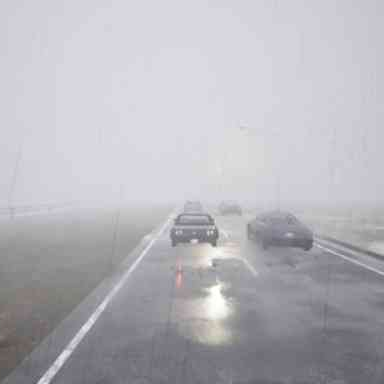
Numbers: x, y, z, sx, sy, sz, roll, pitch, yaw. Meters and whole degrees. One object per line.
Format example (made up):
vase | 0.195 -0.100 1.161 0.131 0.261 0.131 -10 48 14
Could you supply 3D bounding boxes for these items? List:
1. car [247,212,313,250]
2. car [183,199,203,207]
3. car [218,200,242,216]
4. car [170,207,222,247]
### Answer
car | 3.598 1.552 14.295 1.994 1.385 4.181 0 0 0
car | 0.092 1.435 35.144 2.128 1.511 4.902 0 0 0
car | 3.596 1.498 31.968 2.033 1.411 5.357 0 0 0
car | 0.097 1.587 15.003 1.895 1.301 4.718 0 0 0
